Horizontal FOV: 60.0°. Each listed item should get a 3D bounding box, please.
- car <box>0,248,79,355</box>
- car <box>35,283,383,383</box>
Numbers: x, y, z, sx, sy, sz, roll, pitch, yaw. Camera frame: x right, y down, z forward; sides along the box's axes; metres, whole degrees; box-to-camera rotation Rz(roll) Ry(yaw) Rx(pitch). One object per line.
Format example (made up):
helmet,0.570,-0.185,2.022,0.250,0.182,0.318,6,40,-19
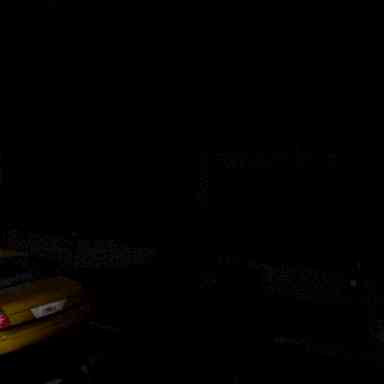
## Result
car,-3.808,1.578,5.894,4.829,1.417,1.752,-1,0,36
car,0.843,1.580,2.502,4.206,1.307,1.802,-1,0,36
